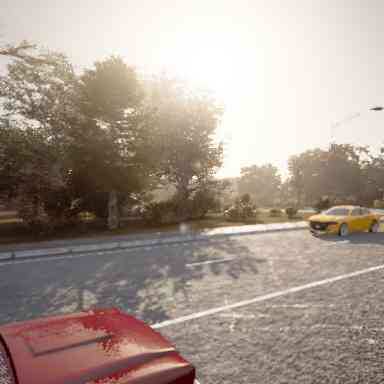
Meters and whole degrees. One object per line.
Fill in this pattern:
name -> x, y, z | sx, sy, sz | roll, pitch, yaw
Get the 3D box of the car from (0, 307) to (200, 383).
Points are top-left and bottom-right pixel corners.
car -> -2.222, 1.601, 2.163 | 4.718, 1.301, 1.895 | 0, 0, -35

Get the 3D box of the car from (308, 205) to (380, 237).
car -> 8.552, 1.532, 18.611 | 5.008, 1.535, 1.882 | 0, 0, -35
